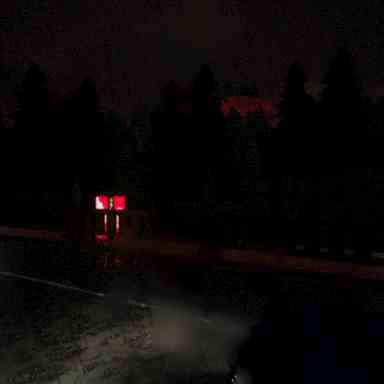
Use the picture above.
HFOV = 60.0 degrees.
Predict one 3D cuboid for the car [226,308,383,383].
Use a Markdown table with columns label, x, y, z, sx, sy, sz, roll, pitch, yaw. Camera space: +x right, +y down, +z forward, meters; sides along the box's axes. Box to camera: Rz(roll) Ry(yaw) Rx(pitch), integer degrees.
| label | x | y | z | sx | sy | sz | roll | pitch | yaw |
| --- | --- | --- | --- | --- | --- | --- | --- | --- | --- |
| car | 2.555 | 1.480 | 1.983 | 5.008 | 1.535 | 1.882 | 0 | 0 | 36 |

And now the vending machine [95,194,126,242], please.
| label | x | y | z | sx | sy | sz | roll | pitch | yaw |
| --- | --- | --- | --- | --- | --- | --- | --- | --- | --- |
| vending machine | -3.785 | 1.168 | 15.424 | 0.880 | 2.100 | 1.100 | 0 | 0 | 29 |

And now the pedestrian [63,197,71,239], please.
| label | x | y | z | sx | sy | sz | roll | pitch | yaw |
| --- | --- | --- | --- | --- | --- | --- | --- | --- | --- |
| pedestrian | -5.350 | 1.112 | 14.628 | 0.375 | 1.860 | 0.375 | 0 | 0 | 29 |
